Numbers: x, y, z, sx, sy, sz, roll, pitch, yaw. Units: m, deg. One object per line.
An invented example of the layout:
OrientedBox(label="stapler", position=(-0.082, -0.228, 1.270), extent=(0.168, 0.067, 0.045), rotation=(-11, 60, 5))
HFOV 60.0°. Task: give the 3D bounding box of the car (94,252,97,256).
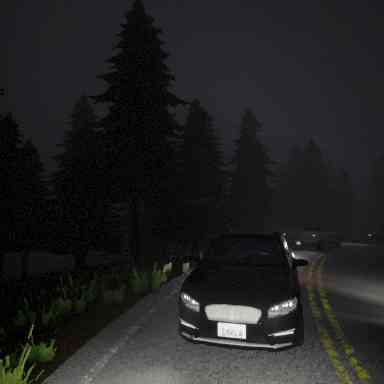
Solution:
OrientedBox(label="car", position=(-20.230, 13.650, 72.990), extent=(4.181, 1.381, 1.994), rotation=(-2, -5, 31))

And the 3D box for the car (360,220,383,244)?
OrientedBox(label="car", position=(15.866, 3.226, 26.461), extent=(5.566, 2.045, 2.150), rotation=(8, -8, -28))

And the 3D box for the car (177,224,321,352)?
OrientedBox(label="car", position=(1.137, 1.562, 6.611), extent=(2.128, 1.511, 4.902), rotation=(-1, -2, 15))

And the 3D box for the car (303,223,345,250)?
OrientedBox(label="car", position=(6.516, 2.309, 17.711), extent=(1.895, 1.301, 4.718), rotation=(-3, -6, 39))
